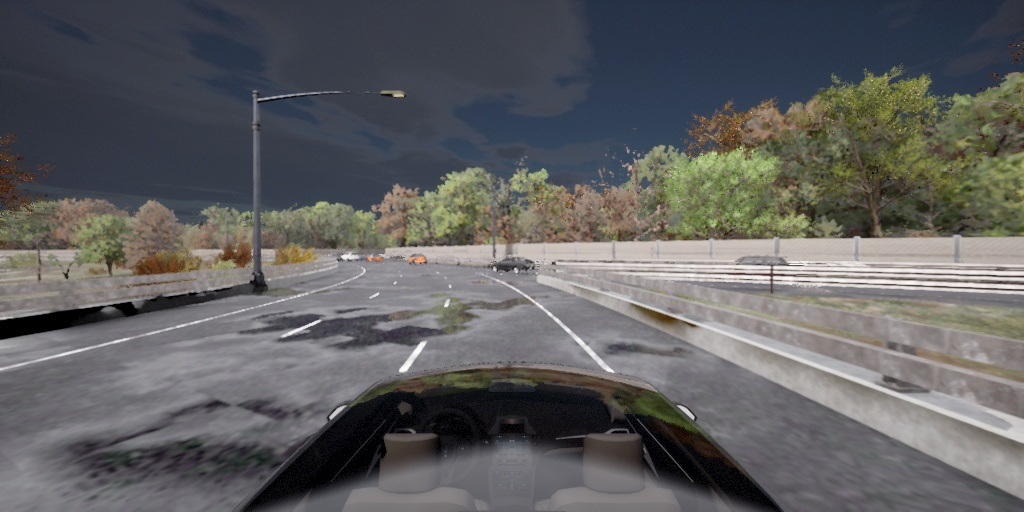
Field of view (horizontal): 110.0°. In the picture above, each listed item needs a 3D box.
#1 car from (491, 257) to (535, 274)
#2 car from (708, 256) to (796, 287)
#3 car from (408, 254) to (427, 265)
[{"bbox_3d":[0.014,0.830,34.376,4.892,1.490,1.837,0,1,45],"label":"car"},{"bbox_3d":[14.577,0.771,22.032,4.553,1.767,2.097,1,1,35],"label":"car"},{"bbox_3d":[-15.279,0.471,57.621,2.097,1.767,4.553,-3,0,-28],"label":"car"}]
